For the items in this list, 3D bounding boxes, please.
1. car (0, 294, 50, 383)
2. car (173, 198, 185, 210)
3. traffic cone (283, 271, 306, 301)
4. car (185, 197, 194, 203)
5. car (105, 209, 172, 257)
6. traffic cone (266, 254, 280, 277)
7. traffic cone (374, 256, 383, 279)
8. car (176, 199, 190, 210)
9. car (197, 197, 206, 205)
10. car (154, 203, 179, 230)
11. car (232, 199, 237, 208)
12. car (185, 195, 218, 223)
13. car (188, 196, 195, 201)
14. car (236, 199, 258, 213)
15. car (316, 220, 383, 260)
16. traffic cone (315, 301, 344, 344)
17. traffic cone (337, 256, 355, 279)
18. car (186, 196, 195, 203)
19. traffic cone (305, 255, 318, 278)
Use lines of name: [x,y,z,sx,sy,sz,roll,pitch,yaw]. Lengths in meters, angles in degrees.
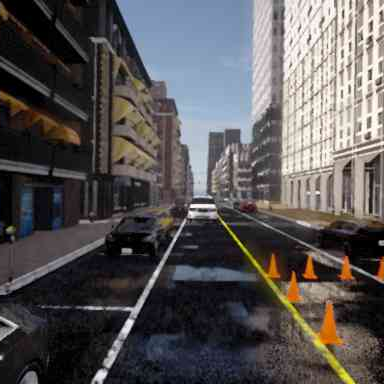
car: [-2.346,1.517,1.802,2.008,1.369,4.403,1,0,1]
car: [-1.390,1.540,41.331,1.967,1.590,4.097,1,0,1]
traffic cone: [2.195,2.011,7.203,0.340,0.580,0.340,1,0,1]
car: [-0.575,1.780,75.212,2.008,1.369,4.403,1,0,1]
car: [-2.074,1.568,13.096,1.947,1.339,4.313,1,0,1]
traffic cone: [2.243,2.017,9.203,0.340,0.580,0.340,1,0,1]
traffic cone: [5.242,2.066,9.130,0.340,0.580,0.340,1,0,1]
car: [-1.256,1.702,46.977,1.802,1.307,4.206,1,0,1]
car: [1.925,1.747,67.206,1.837,1.490,4.892,1,-1,1]
car: [-1.941,1.545,18.574,1.752,1.417,4.829,1,0,1]
car: [7.257,1.827,52.422,2.008,1.369,4.403,1,0,1]
car: [0.867,1.312,26.961,2.150,2.045,5.566,1,0,2]
car: [-0.177,1.887,93.773,1.802,1.307,4.206,1,0,1]
car: [6.985,1.780,41.128,1.887,1.381,4.507,1,0,1]
car: [6.304,1.704,12.894,1.947,1.339,4.313,1,0,1]
traffic cone: [2.147,2.005,5.204,0.340,0.580,0.340,1,0,1]
traffic cone: [4.242,2.049,9.154,0.340,0.580,0.340,1,0,1]
car: [-0.438,1.803,80.859,2.008,1.369,4.403,1,0,1]
traffic cone: [3.243,2.033,9.178,0.340,0.580,0.340,1,0,1]
